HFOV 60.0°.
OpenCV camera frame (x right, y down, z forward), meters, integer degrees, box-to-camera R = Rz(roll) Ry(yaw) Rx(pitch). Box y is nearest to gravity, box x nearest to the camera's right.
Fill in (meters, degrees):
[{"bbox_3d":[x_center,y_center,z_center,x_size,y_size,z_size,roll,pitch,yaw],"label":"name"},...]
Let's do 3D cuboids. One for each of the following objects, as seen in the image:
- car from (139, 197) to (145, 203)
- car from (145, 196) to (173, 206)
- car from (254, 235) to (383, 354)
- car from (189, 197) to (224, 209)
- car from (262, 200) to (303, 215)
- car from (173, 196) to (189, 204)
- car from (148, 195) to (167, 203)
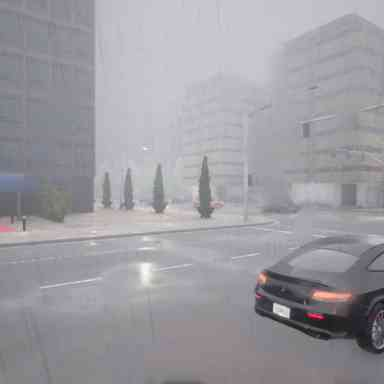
[{"bbox_3d":[-8.777,1.564,65.729,1.994,1.385,4.181,0,0,-35],"label":"car"},{"bbox_3d":[-5.443,1.564,54.543,1.994,1.385,4.181,0,0,-35],"label":"car"},{"bbox_3d":[3.158,1.526,6.073,4.674,1.442,1.812,0,0,-35],"label":"car"},{"bbox_3d":[2.128,1.351,43.739,2.097,1.767,4.553,0,0,-35],"label":"car"},{"bbox_3d":[9.122,1.564,33.892,1.994,1.385,4.181,0,0,-36],"label":"car"},{"bbox_3d":[-2.049,1.525,62.228,1.812,1.442,4.674,0,0,-35],"label":"car"},{"bbox_3d":[-7.333,1.503,69.704,1.837,1.490,4.892,0,0,-35],"label":"car"}]
